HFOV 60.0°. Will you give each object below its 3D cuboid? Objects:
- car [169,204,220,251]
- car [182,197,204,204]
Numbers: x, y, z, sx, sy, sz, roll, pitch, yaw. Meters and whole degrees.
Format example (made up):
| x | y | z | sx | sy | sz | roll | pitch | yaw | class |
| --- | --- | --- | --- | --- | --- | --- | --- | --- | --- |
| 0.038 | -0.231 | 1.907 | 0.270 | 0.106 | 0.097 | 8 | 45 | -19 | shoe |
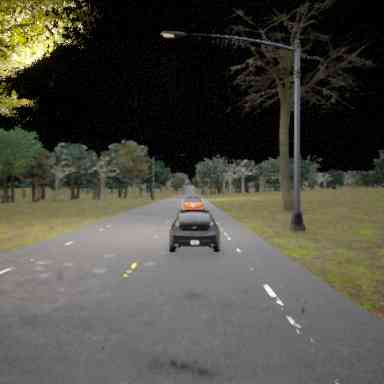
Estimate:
| x | y | z | sx | sy | sz | roll | pitch | yaw | class |
| --- | --- | --- | --- | --- | --- | --- | --- | --- | --- |
| 0.095 | 1.460 | 13.823 | 1.837 | 1.490 | 4.892 | 0 | 0 | 0 | car |
| 0.087 | 1.218 | 31.341 | 2.097 | 1.767 | 4.553 | 0 | 0 | 0 | car |
